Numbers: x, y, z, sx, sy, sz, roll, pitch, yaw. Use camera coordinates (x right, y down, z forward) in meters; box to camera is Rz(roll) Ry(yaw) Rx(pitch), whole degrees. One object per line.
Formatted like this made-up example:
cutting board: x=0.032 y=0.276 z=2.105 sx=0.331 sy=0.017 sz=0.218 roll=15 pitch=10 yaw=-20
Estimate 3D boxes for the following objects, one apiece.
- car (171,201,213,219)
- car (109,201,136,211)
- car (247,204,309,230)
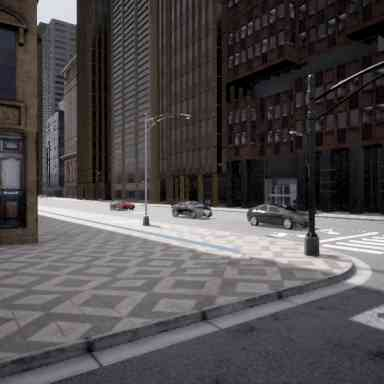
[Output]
car: x=-0.085 y=1.621 z=30.575 sx=2.128 sy=1.511 sz=4.902 roll=0 pitch=0 yaw=-35
car: x=-9.134 y=1.805 z=43.469 sx=1.895 sy=1.301 sz=4.718 roll=0 pitch=0 yaw=-35
car: x=5.782 y=1.584 z=22.257 sx=1.837 sy=1.490 sz=4.892 roll=0 pitch=0 yaw=-35
